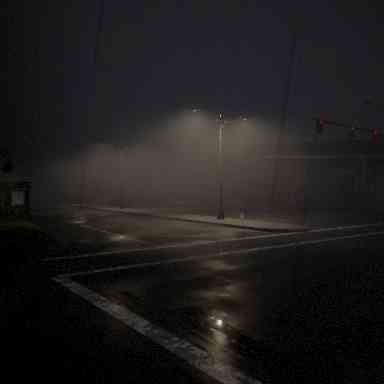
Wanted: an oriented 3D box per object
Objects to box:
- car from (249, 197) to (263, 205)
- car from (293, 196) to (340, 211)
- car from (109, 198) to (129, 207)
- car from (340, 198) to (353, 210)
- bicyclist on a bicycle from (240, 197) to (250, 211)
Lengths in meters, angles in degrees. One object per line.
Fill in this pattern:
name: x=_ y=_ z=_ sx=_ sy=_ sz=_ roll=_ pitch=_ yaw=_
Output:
car: x=11.983 y=1.564 z=61.128 sx=1.994 sy=1.385 sz=4.181 roll=0 pitch=0 yaw=29
car: x=13.834 y=1.295 z=38.106 sx=2.242 sy=1.667 sz=4.611 roll=0 pitch=0 yaw=-35
car: x=-11.165 y=1.564 z=50.694 sx=1.994 sy=1.385 sz=4.181 roll=0 pitch=0 yaw=-35
car: x=18.095 y=1.456 z=42.034 sx=1.970 sy=1.475 sz=3.806 roll=0 pitch=0 yaw=-35
bicyclist on a bicycle: x=6.255 y=1.430 z=39.740 sx=1.656 sy=1.620 sz=0.582 roll=-6 pitch=-7 yaw=-37
